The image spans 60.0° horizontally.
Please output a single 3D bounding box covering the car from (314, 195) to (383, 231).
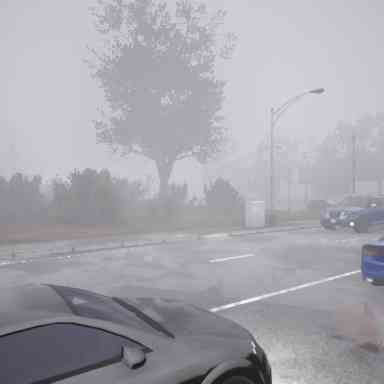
[{"bbox_3d":[9.968,1.221,19.447,5.566,2.045,2.150,0,0,-32],"label":"car"}]

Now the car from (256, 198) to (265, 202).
[{"bbox_3d":[10.055,1.589,49.970,1.895,1.301,4.718,0,0,-33],"label":"car"}]

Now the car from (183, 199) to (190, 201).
[{"bbox_3d":[-2.181,1.375,68.218,2.128,1.511,4.902,0,0,-35],"label":"car"}]

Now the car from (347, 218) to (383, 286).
[{"bbox_3d":[6.126,1.478,8.155,5.008,1.535,1.882,0,0,-36],"label":"car"}]

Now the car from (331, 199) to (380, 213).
[{"bbox_3d":[18.285,1.526,37.394,1.812,1.442,4.674,0,0,-35],"label":"car"}]

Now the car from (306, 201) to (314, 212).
[{"bbox_3d":[14.623,1.526,36.138,1.812,1.442,4.674,0,0,-30],"label":"car"}]

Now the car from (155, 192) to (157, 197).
[{"bbox_3d":[-5.668,1.089,67.099,2.150,2.045,5.566,0,0,-36],"label":"car"}]

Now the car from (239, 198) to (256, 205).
[{"bbox_3d":[6.720,1.587,48.689,1.895,1.301,4.718,0,0,-33],"label":"car"}]

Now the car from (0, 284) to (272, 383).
[{"bbox_3d":[-1.251,1.564,2.856,4.181,1.385,1.994,0,0,-36],"label":"car"}]
